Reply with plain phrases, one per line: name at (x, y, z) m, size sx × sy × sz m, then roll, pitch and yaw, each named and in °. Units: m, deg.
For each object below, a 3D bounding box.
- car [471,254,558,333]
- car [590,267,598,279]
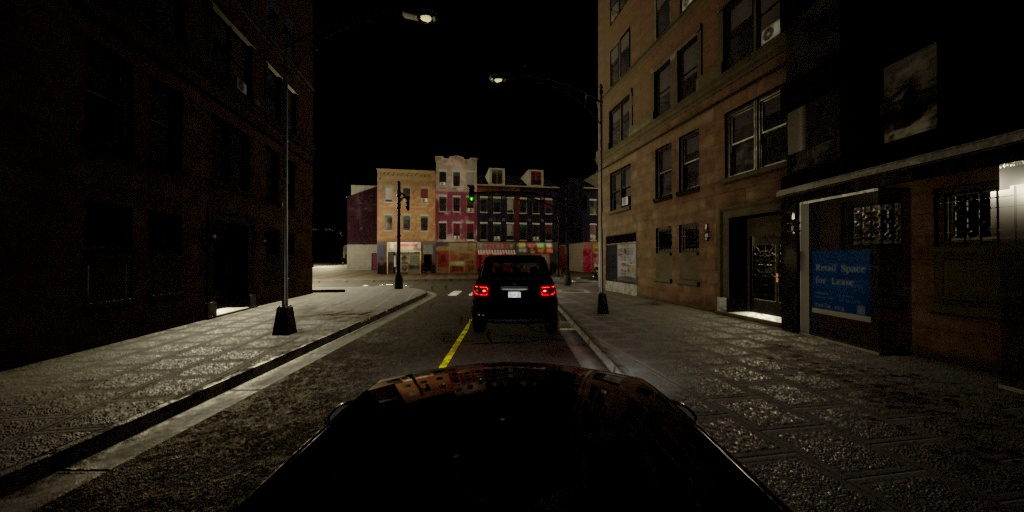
car at (0.095, 0.973, 10.858) m, size 2.150 × 2.045 × 5.566 m, roll 0°, pitch 0°, yaw 1°
car at (8.880, 1.090, 29.837) m, size 4.553 × 1.767 × 2.097 m, roll 0°, pitch 0°, yaw -10°
